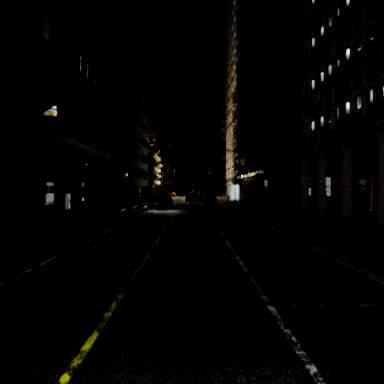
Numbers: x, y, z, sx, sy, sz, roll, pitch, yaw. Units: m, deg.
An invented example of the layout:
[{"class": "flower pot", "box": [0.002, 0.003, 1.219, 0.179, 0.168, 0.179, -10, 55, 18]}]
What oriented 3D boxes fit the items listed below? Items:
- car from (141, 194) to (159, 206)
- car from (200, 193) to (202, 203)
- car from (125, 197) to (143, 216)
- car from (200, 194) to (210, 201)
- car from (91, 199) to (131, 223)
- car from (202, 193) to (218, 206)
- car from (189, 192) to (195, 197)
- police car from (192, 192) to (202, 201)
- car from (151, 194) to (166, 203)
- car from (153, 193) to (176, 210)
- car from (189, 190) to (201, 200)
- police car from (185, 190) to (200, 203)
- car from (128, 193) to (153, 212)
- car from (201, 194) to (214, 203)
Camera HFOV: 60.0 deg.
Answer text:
[{"class": "car", "box": [-5.696, 1.074, 45.710, 1.967, 1.590, 4.097, 0, 0, 0]}, {"class": "car", "box": [2.684, 1.031, 51.358, 1.967, 1.590, 4.097, 0, 0, 0]}, {"class": "car", "box": [-5.694, 1.348, 28.765, 1.802, 1.307, 4.206, 0, 0, 0]}, {"class": "car", "box": [2.682, 1.029, 68.305, 1.947, 1.339, 4.313, 0, 0, 0]}, {"class": "car", "box": [-5.694, 1.391, 23.117, 1.802, 1.307, 4.206, 0, 0, 0]}, {"class": "car", "box": [2.684, 1.158, 45.881, 1.752, 1.417, 4.829, 0, 0, 0]}, {"class": "car", "box": [-0.011, 0.660, 91.236, 1.837, 1.490, 4.892, 0, 0, 0]}, {"class": "police car", "box": [0.892, 0.901, 66.627, 1.930, 1.638, 5.238, 0, 0, 0]}, {"class": "car", "box": [-5.698, 1.098, 57.007, 2.008, 1.369, 4.403, 0, 0, 0]}, {"class": "car", "box": [-3.099, 1.170, 38.194, 1.882, 1.535, 5.008, 0, 0, 0]}, {"class": "car", "box": [0.662, 0.656, 72.541, 2.150, 2.045, 5.566, 0, 0, -4]}, {"class": "police car", "box": [0.241, 0.976, 56.505, 1.930, 1.638, 5.238, 0, 0, -18]}, {"class": "car", "box": [-5.696, 1.037, 34.412, 2.192, 1.841, 5.009, 0, 0, 0]}, {"class": "car", "box": [2.682, 1.098, 57.009, 2.008, 1.369, 4.403, 0, 0, 0]}]
